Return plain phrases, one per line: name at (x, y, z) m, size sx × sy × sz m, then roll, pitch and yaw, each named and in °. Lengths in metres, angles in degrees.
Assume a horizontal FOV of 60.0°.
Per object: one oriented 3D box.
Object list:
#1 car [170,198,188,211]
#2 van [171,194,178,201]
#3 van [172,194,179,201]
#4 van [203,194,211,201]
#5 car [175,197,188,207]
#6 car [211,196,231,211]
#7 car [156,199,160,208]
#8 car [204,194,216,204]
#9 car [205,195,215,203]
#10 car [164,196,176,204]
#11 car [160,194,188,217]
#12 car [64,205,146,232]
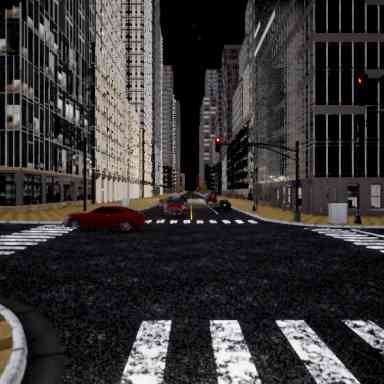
car at (-1.569, 1.560, 42.174) m, size 2.033 × 1.411 × 5.357 m, roll 0°, pitch 0°, yaw 0°
van at (-4.237, 1.321, 80.467) m, size 1.690 × 1.788 × 3.998 m, roll 0°, pitch 0°, yaw 0°
van at (-4.265, 1.315, 85.994) m, size 1.690 × 1.788 × 3.998 m, roll 0°, pitch 0°, yaw 0°
van at (3.643, 1.321, 80.507) m, size 1.690 × 1.788 × 3.998 m, roll 0°, pitch 0°, yaw 0°
car at (-1.625, 1.533, 52.805) m, size 1.812 × 1.442 × 4.674 m, roll 0°, pitch 0°, yaw 0°
car at (3.890, 1.579, 41.815) m, size 1.947 × 1.339 × 4.313 m, roll 0°, pitch 0°, yaw 0°
car at (-4.068, 1.592, 47.301) m, size 1.802 × 1.307 × 4.206 m, roll 0°, pitch 0°, yaw 0°
car at (3.728, 1.313, 63.924) m, size 2.192 × 1.841 × 5.009 m, roll 0°, pitch 0°, yaw 0°
car at (3.700, 1.432, 69.452) m, size 1.967 × 1.590 × 4.097 m, roll 0°, pitch 0°, yaw 0°
car at (-4.152, 1.564, 63.884) m, size 1.947 × 1.339 × 4.313 m, roll 0°, pitch 0°, yaw 0°
car at (-1.549, 1.369, 31.811) m, size 2.097 × 1.767 × 4.553 m, roll 0°, pitch 0°, yaw 1°
car at (-5.087, 1.511, 19.680) m, size 4.674 × 1.442 × 1.812 m, roll 2°, pitch 0°, yaw -3°
